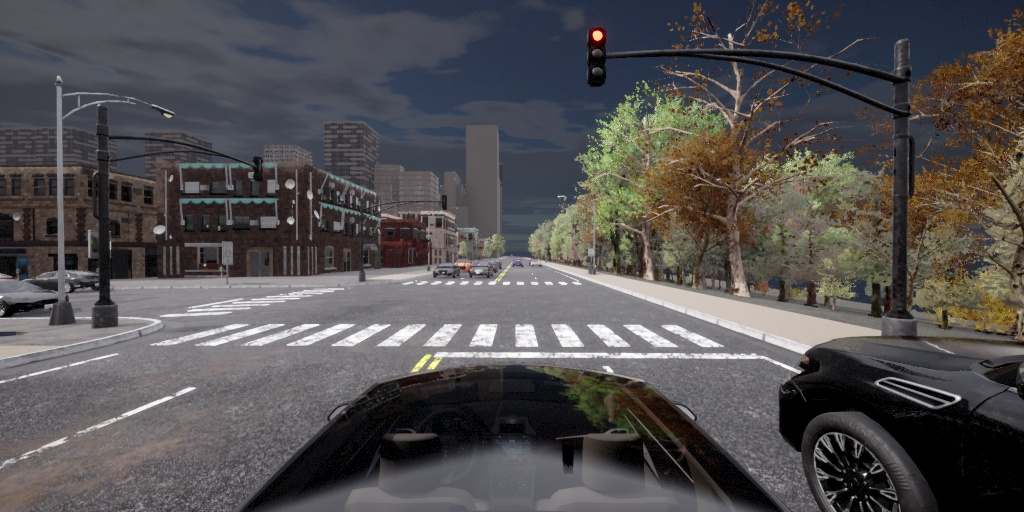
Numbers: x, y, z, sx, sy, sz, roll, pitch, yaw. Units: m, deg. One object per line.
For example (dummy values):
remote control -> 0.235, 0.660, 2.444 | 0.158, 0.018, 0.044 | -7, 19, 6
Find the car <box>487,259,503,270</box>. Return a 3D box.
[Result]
car -> -2.503, 1.223, 53.502 | 2.128, 1.511, 4.902 | 0, 0, 1

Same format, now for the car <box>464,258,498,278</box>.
car -> -2.820, 1.232, 33.769 | 2.128, 1.511, 4.902 | 0, 0, 3

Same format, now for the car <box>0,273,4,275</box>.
car -> -33.493, 1.655, 22.449 | 4.207, 1.307, 1.802 | 0, 0, 1

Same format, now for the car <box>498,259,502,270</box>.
car -> -2.673, 1.227, 43.260 | 2.128, 1.511, 4.902 | 0, 0, 1

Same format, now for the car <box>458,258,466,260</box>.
car -> -5.914, 1.088, 43.751 | 2.097, 1.767, 4.553 | 0, 0, 1

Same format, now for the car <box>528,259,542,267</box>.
car -> 4.362, 1.327, 64.121 | 1.895, 1.301, 4.718 | 0, 0, 1

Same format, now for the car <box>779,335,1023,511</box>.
car -> 3.322, 0.972, 0.665 | 2.150, 2.045, 5.566 | 0, 0, 1

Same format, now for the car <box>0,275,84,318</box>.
car -> -19.766, 1.565, 13.704 | 4.313, 1.339, 1.948 | 0, 0, 1

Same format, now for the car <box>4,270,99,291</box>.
car -> -27.958, 1.560, 22.352 | 4.403, 1.370, 2.007 | 0, 0, 1

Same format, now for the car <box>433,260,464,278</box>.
car -> -6.080, 1.304, 33.755 | 1.994, 1.385, 4.181 | 0, 0, 1

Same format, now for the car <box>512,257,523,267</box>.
car -> 1.002, 1.252, 63.791 | 1.812, 1.442, 4.674 | 0, 0, 1
